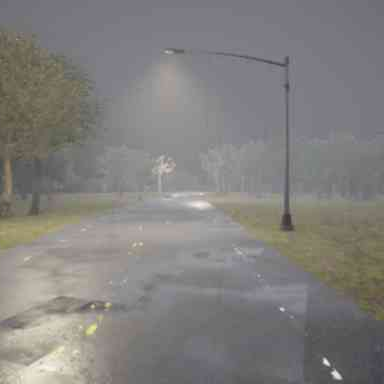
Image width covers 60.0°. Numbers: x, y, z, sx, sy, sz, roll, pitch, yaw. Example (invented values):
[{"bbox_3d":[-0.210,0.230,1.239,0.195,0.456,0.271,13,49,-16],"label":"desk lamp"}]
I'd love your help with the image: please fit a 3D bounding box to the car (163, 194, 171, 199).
[{"bbox_3d":[-6.861,1.205,92.110,1.895,1.301,4.718,0,1,1],"label":"car"}]
